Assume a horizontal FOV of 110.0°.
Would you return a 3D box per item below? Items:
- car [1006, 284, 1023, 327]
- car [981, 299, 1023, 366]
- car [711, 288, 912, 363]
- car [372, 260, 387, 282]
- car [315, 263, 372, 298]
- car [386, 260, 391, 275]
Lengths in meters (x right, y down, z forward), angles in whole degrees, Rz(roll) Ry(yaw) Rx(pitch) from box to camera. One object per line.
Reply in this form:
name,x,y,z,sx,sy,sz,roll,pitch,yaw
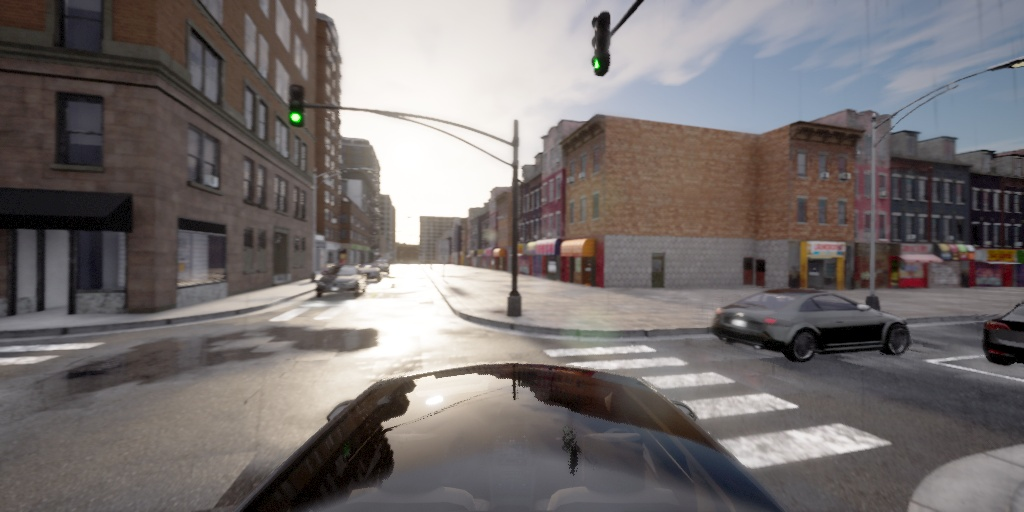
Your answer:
car,19.025,1.678,11.744,4.181,1.385,1.994,1,0,-16
car,11.278,1.538,6.859,4.313,1.339,1.948,0,0,-15
car,6.895,1.471,8.378,4.181,1.385,1.994,1,0,-16
car,-11.117,1.240,27.788,1.994,1.385,4.181,1,0,-15
car,-8.484,1.190,18.171,1.812,1.442,4.674,1,0,-15
car,-14.177,1.207,38.906,2.128,1.511,4.902,1,0,-15
